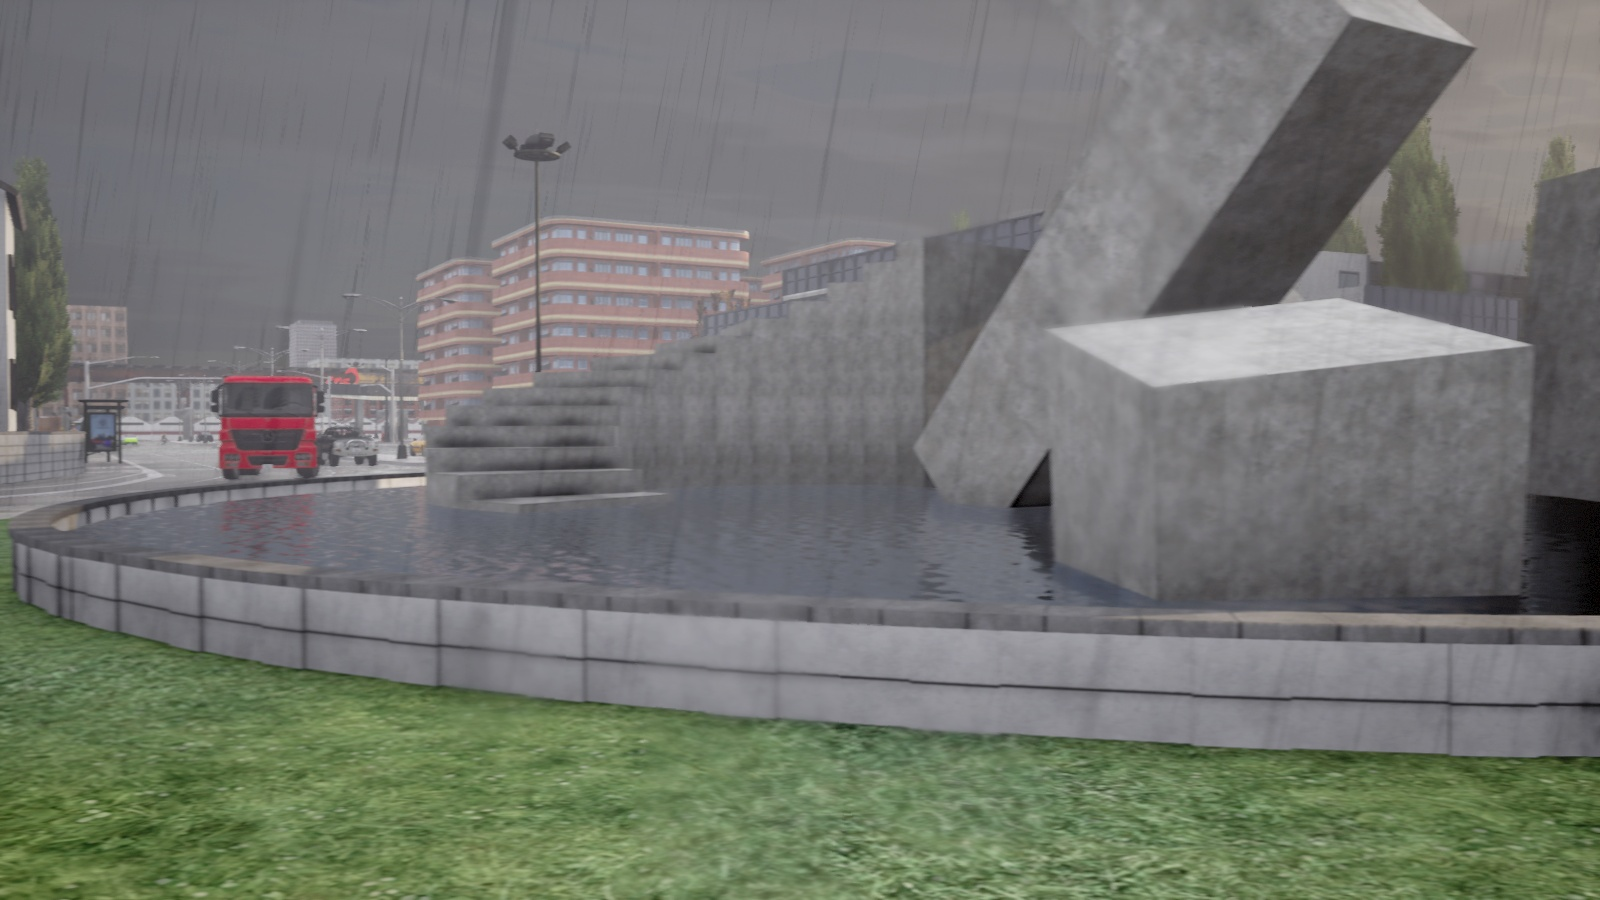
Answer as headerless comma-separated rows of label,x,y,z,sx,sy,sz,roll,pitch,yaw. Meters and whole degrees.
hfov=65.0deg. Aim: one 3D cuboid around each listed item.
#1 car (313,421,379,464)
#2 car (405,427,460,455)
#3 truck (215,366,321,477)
car,-20.238,-0.367,55.913,1.932,1.855,4.605,0,1,-31
car,-21.657,-0.551,73.910,1.801,1.575,5.366,0,1,-31
truck,-18.158,-0.946,43.281,2.891,3.462,7.936,0,1,-20
